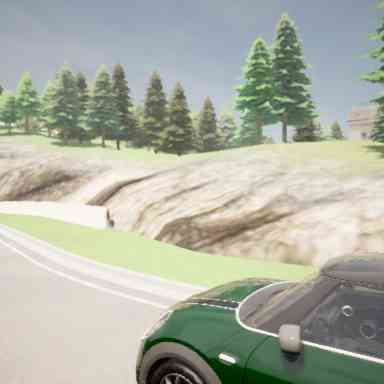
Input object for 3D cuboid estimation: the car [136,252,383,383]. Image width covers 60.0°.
[{"bbox_3d":[1.631,1.351,2.898,4.553,1.767,2.097,0,0,36],"label":"car"}]
